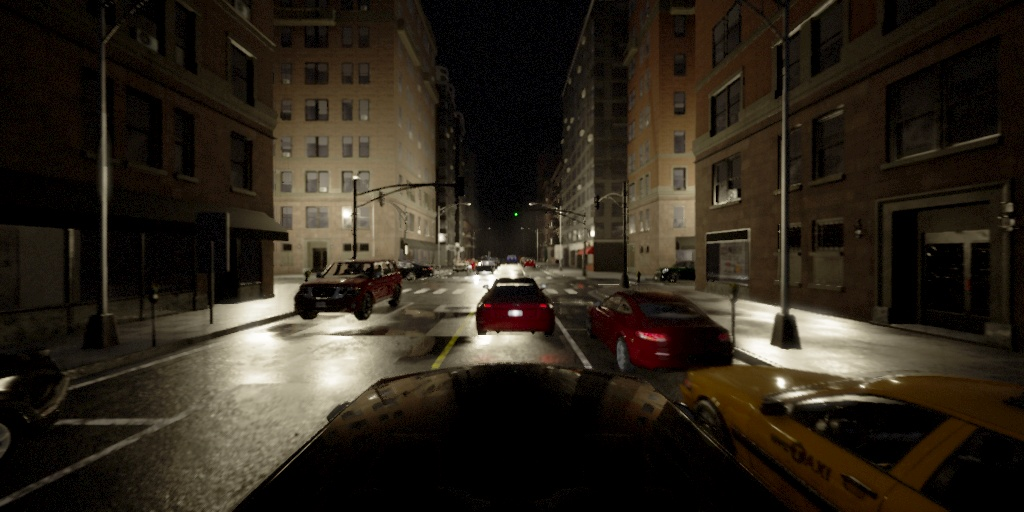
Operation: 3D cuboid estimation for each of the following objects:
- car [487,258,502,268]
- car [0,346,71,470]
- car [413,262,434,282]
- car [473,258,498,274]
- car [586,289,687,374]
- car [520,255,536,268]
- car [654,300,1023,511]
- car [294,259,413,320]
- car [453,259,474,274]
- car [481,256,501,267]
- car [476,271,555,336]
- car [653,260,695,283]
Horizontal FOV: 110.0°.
[{"bbox_3d":[-2.801,1.062,58.947,2.128,1.511,4.902,0,0,0],"label":"car"},{"bbox_3d":[-5.388,1.300,1.792,2.007,1.370,4.403,0,0,0],"label":"car"},{"bbox_3d":[-8.238,1.139,26.783,4.902,1.511,2.128,0,0,16],"label":"car"},{"bbox_3d":[-2.846,1.236,39.227,1.895,1.301,4.718,0,0,0],"label":"car"},{"bbox_3d":[2.638,1.315,7.195,1.802,1.307,4.207,0,0,0],"label":"car"},{"bbox_3d":[2.642,1.022,55.435,1.967,1.591,4.097,0,0,0],"label":"car"},{"bbox_3d":[2.637,1.275,1.952,1.751,1.417,4.829,0,0,0],"label":"car"},{"bbox_3d":[-5.387,1.031,12.617,2.192,1.841,5.009,0,0,0],"label":"car"},{"bbox_3d":[-5.385,1.186,39.080,2.007,1.370,4.403,0,0,0],"label":"car"},{"bbox_3d":[-2.837,1.096,48.796,2.128,1.511,4.902,0,0,0],"label":"car"},{"bbox_3d":[0.087,1.287,10.302,1.994,1.385,4.181,0,0,0],"label":"car"},{"bbox_3d":[13.169,1.091,27.201,4.553,1.767,2.097,0,0,0],"label":"car"}]
